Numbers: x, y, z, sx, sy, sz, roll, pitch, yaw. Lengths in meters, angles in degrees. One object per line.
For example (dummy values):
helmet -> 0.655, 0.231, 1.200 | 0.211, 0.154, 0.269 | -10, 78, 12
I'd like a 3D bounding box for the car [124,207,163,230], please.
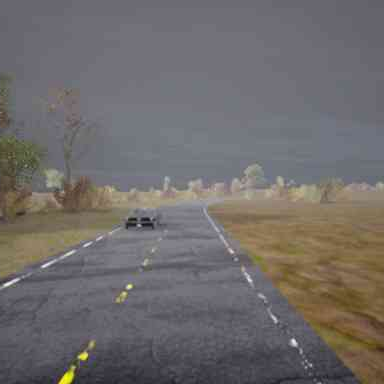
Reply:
car -> -3.040, 1.628, 21.398 | 1.895, 1.301, 4.718 | 0, 0, 1
